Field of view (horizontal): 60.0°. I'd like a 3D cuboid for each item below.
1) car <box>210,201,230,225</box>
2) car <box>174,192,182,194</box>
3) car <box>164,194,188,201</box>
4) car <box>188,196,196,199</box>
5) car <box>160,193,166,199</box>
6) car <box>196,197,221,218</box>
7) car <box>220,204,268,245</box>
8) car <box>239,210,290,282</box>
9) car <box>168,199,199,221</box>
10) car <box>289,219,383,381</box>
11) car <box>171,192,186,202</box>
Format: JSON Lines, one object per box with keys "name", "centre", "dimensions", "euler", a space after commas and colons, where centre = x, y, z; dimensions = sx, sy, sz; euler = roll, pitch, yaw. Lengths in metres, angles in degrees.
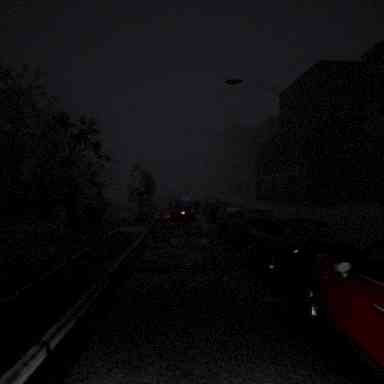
{"name": "car", "centre": [2.536, 1.509, 21.027], "dimensions": [2.002, 1.452, 4.674], "euler": [0, 0, -3]}
{"name": "car", "centre": [-1.980, 1.353, 65.475], "dimensions": [1.946, 1.575, 5.366], "euler": [0, 0, -9]}
{"name": "car", "centre": [-2.099, 1.434, 42.822], "dimensions": [2.128, 1.511, 4.902], "euler": [0, 0, -6]}
{"name": "car", "centre": [0.283, 1.416, 48.743], "dimensions": [2.097, 1.535, 5.008], "euler": [0, 0, -6]}
{"name": "car", "centre": [-6.378, 1.200, 87.316], "dimensions": [1.946, 1.575, 5.366], "euler": [0, 0, -13]}
{"name": "car", "centre": [1.862, 1.327, 32.110], "dimensions": [2.185, 1.767, 4.553], "euler": [0, 0, -4]}
{"name": "car", "centre": [2.773, 1.504, 15.504], "dimensions": [2.163, 1.488, 4.792], "euler": [0, 0, -2]}
{"name": "car", "centre": [2.944, 1.509, 9.821], "dimensions": [2.163, 1.488, 4.792], "euler": [0, 0, -1]}
{"name": "car", "centre": [-0.800, 1.539, 26.958], "dimensions": [1.994, 1.385, 4.181], "euler": [0, 0, -4]}
{"name": "car", "centre": [3.056, 1.356, 4.199], "dimensions": [2.185, 1.767, 4.553], "euler": [1, 0, 0]}
{"name": "car", "centre": [-2.902, 1.076, 70.805], "dimensions": [2.435, 2.045, 5.566], "euler": [0, 0, -10]}
